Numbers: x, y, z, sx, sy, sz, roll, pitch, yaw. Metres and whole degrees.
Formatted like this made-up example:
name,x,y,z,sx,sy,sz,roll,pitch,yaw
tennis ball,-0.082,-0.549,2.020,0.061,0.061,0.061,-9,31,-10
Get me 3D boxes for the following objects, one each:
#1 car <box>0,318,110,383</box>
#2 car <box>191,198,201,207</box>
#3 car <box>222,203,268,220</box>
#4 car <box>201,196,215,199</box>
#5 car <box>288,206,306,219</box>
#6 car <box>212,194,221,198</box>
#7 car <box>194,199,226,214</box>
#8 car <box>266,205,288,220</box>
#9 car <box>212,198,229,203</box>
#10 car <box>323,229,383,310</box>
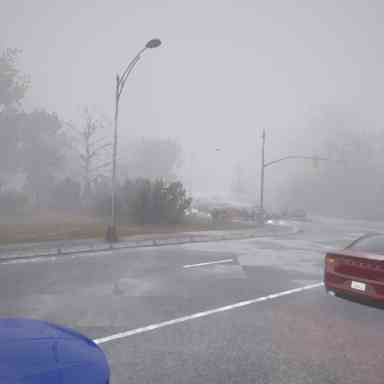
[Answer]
name,x,y,z,sx,sy,sz,roll,pitch,yaw
car,-2.890,1.478,1.681,5.008,1.535,1.882,0,0,-36
car,-0.654,1.703,52.351,2.128,1.511,4.902,2,1,-15
car,5.416,2.170,34.592,1.895,1.301,4.718,3,-1,-23
car,1.913,1.730,56.505,1.837,1.490,4.892,2,2,-12
car,11.274,2.355,39.203,2.128,1.511,4.902,3,0,-23
car,5.859,1.107,79.153,2.033,1.411,5.357,2,2,-1
car,2.258,2.036,42.791,1.994,1.385,4.181,3,0,-19
car,8.105,2.215,37.267,1.837,1.490,4.892,3,-1,-21
car,4.629,2.105,46.478,2.033,1.411,5.357,3,1,-18
car,4.968,1.555,7.324,5.008,1.535,1.882,1,-1,-35
